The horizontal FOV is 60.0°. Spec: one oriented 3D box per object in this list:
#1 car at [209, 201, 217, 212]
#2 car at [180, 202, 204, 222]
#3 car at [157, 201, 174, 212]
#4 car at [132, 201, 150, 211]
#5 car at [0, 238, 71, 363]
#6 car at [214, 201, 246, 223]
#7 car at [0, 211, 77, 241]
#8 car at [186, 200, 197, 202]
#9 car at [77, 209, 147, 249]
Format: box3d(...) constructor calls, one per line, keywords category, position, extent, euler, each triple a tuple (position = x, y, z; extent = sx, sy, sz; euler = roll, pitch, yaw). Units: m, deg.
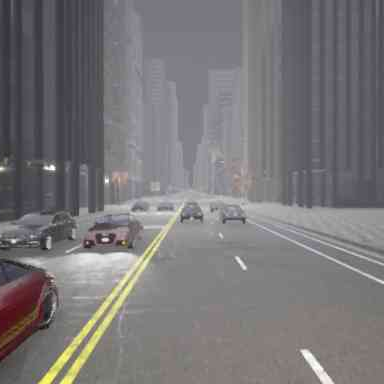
box3d(category="car", position=(3.211, 1.810, 42.523), extent=(2.033, 1.411, 5.357), euler=(0, 0, 0))
box3d(category="car", position=(-0.002, 1.795, 28.100), extent=(1.895, 1.301, 4.718), euler=(0, 0, 0))
box3d(category="car", position=(-3.356, 1.839, 43.313), extent=(1.994, 1.385, 4.181), euler=(0, 0, 0))
box3d(category="car", position=(-6.603, 1.827, 43.650), extent=(2.033, 1.411, 5.357), euler=(0, 0, 0))
box3d(category="car", position=(-3.352, 1.601, 4.231), extent=(1.994, 1.385, 4.181), euler=(0, 0, 0))
box3d(category="car", position=(3.218, 1.732, 27.100), extent=(2.033, 1.411, 5.357), euler=(0, 0, 0))
box3d(category="car", position=(-6.621, 1.623, 14.788), extent=(1.837, 1.490, 4.892), euler=(0, -1, 0))
box3d(category="car", position=(-0.034, 1.781, 44.704), extent=(1.837, 1.490, 4.892), euler=(0, 0, 0))
box3d(category="car", position=(-3.371, 1.678, 14.946), extent=(1.994, 1.385, 4.181), euler=(0, 0, 0))
